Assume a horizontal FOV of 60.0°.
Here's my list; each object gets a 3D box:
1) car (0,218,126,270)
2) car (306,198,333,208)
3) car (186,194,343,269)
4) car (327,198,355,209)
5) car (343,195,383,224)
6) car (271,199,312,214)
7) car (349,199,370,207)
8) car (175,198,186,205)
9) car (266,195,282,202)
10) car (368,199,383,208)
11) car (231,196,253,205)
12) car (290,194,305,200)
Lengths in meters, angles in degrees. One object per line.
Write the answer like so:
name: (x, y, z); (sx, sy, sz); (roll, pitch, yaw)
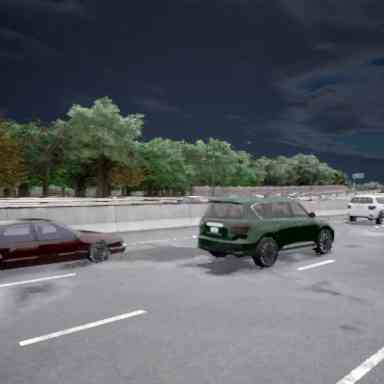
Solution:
car: (-4.671, 1.487, 9.753); (5.357, 1.411, 2.033); (0, 0, -40)
car: (21.009, 1.784, 54.685); (4.902, 1.511, 2.128); (1, -1, -40)
car: (2.703, 1.202, 11.418); (5.566, 2.045, 2.150); (0, 0, -40)
car: (23.397, 1.811, 52.125); (4.902, 1.511, 2.128); (2, -1, -40)
car: (14.051, 1.290, 25.642); (5.566, 2.045, 2.150); (1, 0, -40)
car: (11.194, 1.531, 37.245); (5.008, 1.535, 1.882); (1, 0, -40)
car: (32.430, 2.100, 64.336); (4.892, 1.490, 1.837); (2, -1, -40)
car: (-0.396, 1.485, 45.571); (1.994, 1.385, 4.181); (1, 0, 38)
car: (17.650, 1.357, 71.653); (1.837, 1.490, 4.892); (1, 1, 34)
car: (34.781, 2.151, 61.740); (4.902, 1.511, 2.128); (2, -1, -40)
car: (8.850, 1.457, 58.498); (1.837, 1.490, 4.892); (1, 1, 34)
car: (26.775, 1.193, 84.559); (2.033, 1.411, 5.357); (1, 2, 36)
